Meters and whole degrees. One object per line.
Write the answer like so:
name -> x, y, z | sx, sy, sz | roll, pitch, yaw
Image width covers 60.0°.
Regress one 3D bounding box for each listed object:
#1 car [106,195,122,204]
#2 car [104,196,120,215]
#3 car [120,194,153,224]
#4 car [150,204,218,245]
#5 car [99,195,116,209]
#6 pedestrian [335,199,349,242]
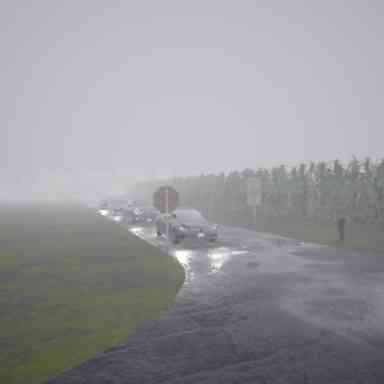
car -> -13.808, 1.299, 58.576 | 2.128, 1.511, 4.902 | 0, 0, -21
car -> -6.972, 1.413, 32.571 | 2.033, 1.411, 5.357 | 0, 0, -21
car -> -3.543, 1.241, 23.620 | 2.097, 1.767, 4.553 | 0, 0, -21
car -> -0.410, 1.437, 15.360 | 1.812, 1.442, 4.674 | 0, 0, -19
car -> -10.585, 1.444, 42.066 | 1.895, 1.301, 4.718 | 0, 0, -21
pedestrian -> 6.430, 1.202, 14.309 | 0.375, 1.860, 0.375 | 1, -1, -21
